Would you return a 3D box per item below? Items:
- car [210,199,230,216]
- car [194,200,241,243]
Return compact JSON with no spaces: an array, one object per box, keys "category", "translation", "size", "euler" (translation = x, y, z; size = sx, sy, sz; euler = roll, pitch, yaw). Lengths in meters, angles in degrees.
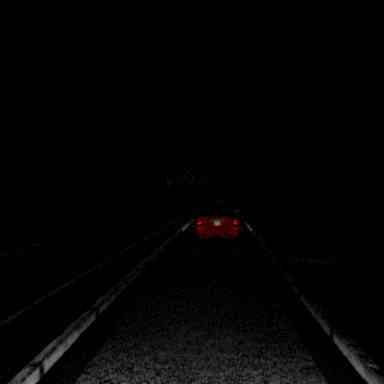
[{"category":"car","translation":[2.889,1.560,34.290],"size":[1.882,1.535,5.008],"euler":[0,0,5]},{"category":"car","translation":[1.292,1.399,16.611],"size":[2.097,1.767,4.553],"euler":[0,0,5]}]
